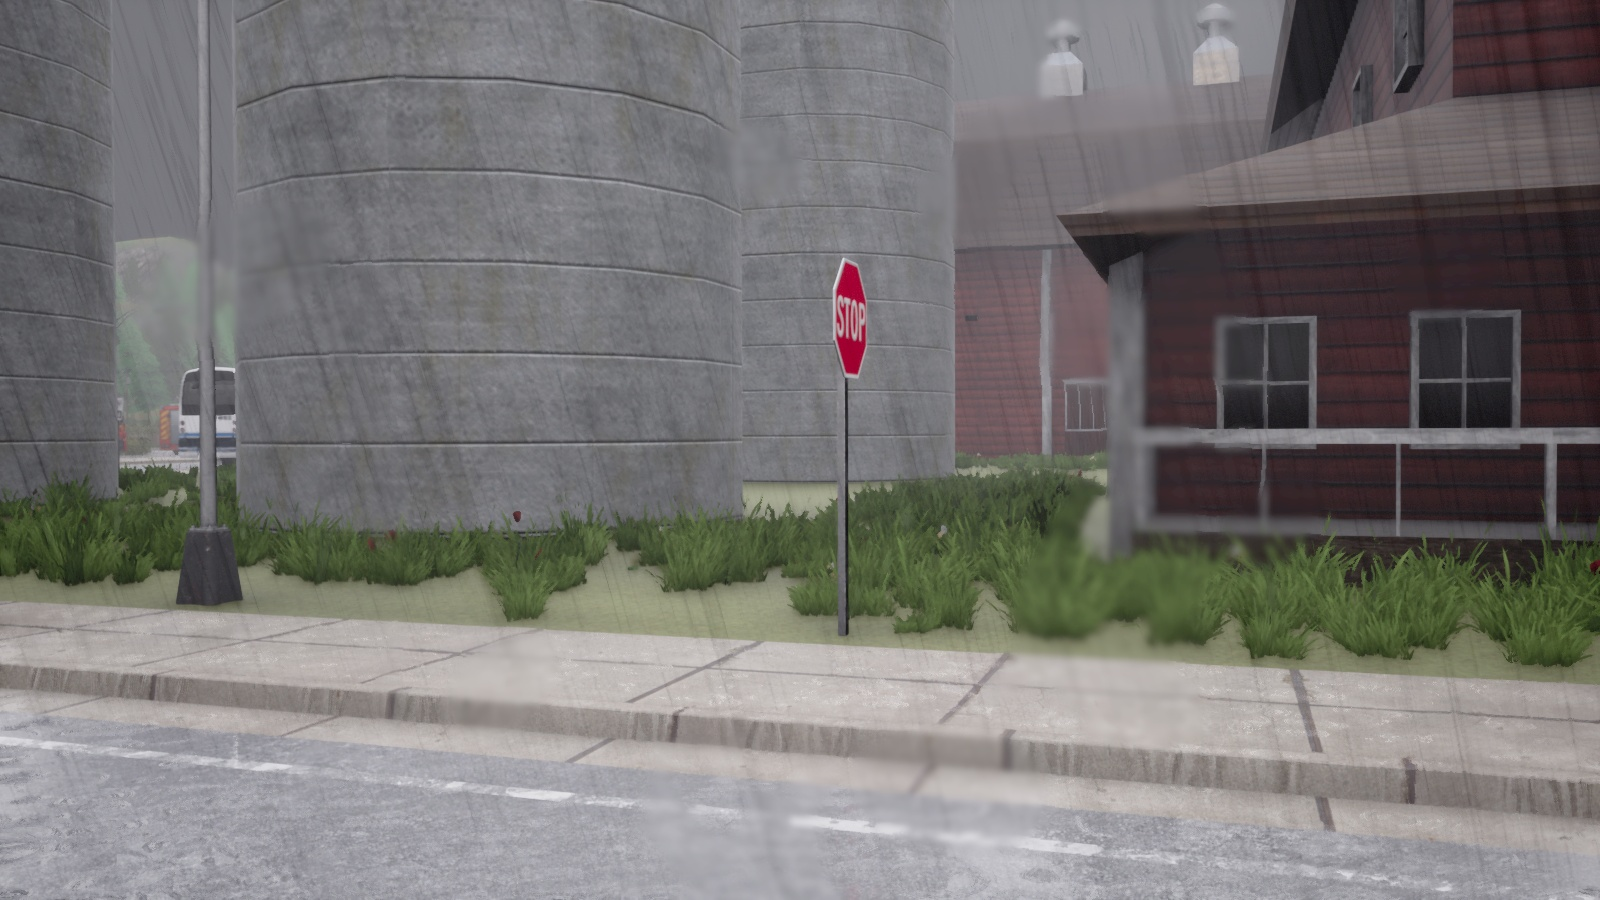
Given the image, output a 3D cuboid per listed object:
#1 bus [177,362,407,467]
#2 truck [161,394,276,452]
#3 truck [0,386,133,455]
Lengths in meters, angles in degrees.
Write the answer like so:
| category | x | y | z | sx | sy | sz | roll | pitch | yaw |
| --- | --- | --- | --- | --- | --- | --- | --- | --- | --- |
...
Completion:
| category | x | y | z | sx | sy | sz | roll | pitch | yaw |
| --- | --- | --- | --- | --- | --- | --- | --- | --- | --- |
| bus | -22.489 | -1.536 | 56.548 | 3.944 | 4.253 | 10.273 | 1 | 1 | 18 |
| truck | -40.268 | -1.881 | 87.350 | 2.891 | 3.827 | 8.468 | 0 | 1 | 11 |
| truck | -44.022 | -1.686 | 74.271 | 2.891 | 3.827 | 8.468 | 1 | 1 | 18 |
